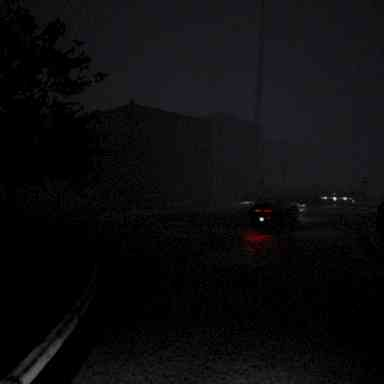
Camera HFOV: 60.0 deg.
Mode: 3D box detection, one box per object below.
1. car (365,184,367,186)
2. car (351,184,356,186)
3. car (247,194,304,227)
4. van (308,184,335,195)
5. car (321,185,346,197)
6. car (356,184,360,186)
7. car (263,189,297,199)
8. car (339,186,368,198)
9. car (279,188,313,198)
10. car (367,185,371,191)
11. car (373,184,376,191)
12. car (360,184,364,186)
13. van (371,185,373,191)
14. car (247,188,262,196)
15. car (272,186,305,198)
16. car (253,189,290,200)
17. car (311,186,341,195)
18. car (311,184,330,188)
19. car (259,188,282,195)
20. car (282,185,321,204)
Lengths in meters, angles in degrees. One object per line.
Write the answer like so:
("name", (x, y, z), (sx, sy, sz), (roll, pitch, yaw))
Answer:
("car", (37.307, -0.723, 77.551), (4.892, 1.521, 2.231), (1, 2, 42))
("car", (31.821, -0.640, 71.360), (4.553, 1.767, 2.185), (1, 2, 42))
("car", (4.824, 1.093, 19.238), (1.837, 1.490, 4.892), (0, 1, 30))
("van", (24.545, -0.445, 63.072), (4.442, 1.987, 1.878), (1, 2, 42))
("car", (23.748, 0.072, 55.391), (1.837, 1.490, 4.892), (1, 2, 42))
("car", (33.637, -0.584, 73.437), (4.892, 1.521, 2.231), (1, 2, 42))
("car", (13.450, 0.262, 50.811), (4.674, 1.452, 2.002), (1, 2, 42))
("car", (26.005, 0.141, 53.415), (2.033, 1.411, 5.357), (1, 2, 42))
("car", (17.116, 0.082, 54.934), (4.892, 1.521, 2.231), (1, 2, 42))
("car", (39.141, -0.791, 79.607), (4.892, 1.521, 2.231), (1, 2, 42))
("car", (42.808, -0.884, 83.725), (4.674, 1.452, 2.002), (1, 2, 42))
("car", (35.472, -0.655, 75.494), (4.892, 1.521, 2.231), (1, 2, 42))
("van", (41.140, -1.085, 81.676), (4.442, 1.987, 1.878), (1, 2, 42))
("car", (9.798, 0.230, 46.671), (4.553, 1.767, 2.185), (1, 2, 42))
("car", (15.305, 0.028, 52.845), (4.553, 1.767, 2.185), (1, 2, 42))
("car", (11.610, 0.291, 48.759), (5.008, 1.535, 2.097), (1, 2, 42))
("car", (26.290, -0.296, 65.218), (5.008, 1.535, 2.097), (1, 2, 42))
("car", (22.763, -0.145, 60.976), (5.366, 1.575, 1.946), (1, 2, 42))
("car", (10.507, 0.594, 40.732), (1.994, 1.385, 4.181), (1, 2, 42))
("car", (12.761, 0.426, 38.746), (2.097, 1.767, 4.553), (1, 2, 42))
